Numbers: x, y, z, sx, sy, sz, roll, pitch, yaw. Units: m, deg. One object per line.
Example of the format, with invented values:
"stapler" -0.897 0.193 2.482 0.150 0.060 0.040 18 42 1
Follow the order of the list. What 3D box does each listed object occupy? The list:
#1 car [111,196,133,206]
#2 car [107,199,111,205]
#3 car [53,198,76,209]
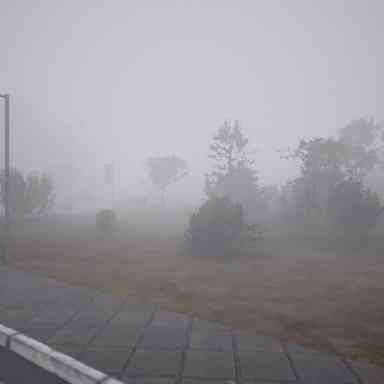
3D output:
"car" -9.604 1.501 51.273 1.895 1.301 4.718 0 1 39
"car" -11.601 1.364 54.367 1.882 1.535 5.008 0 1 39
"car" -17.136 1.482 41.940 2.128 1.511 4.902 0 0 39
